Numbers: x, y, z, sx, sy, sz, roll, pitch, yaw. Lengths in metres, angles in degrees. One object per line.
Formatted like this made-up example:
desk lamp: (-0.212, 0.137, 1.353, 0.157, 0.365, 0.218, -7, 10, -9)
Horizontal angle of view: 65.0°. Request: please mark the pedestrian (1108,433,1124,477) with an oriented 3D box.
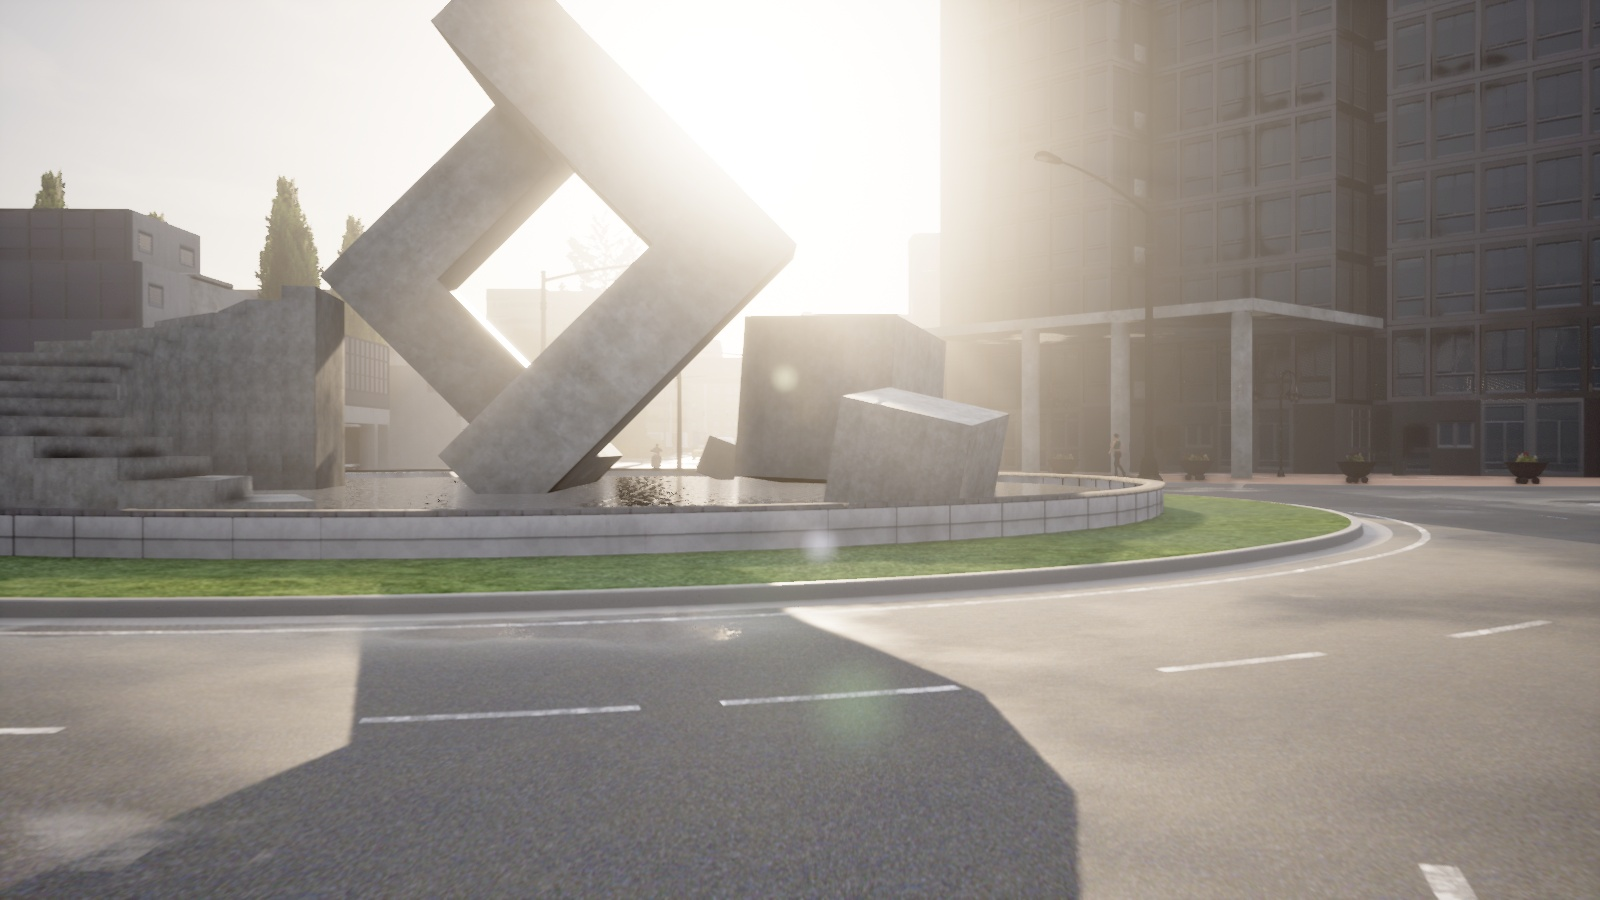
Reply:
pedestrian: (13.208, 0.207, 52.485, 0.345, 1.836, 0.594, 0, 0, -36)
